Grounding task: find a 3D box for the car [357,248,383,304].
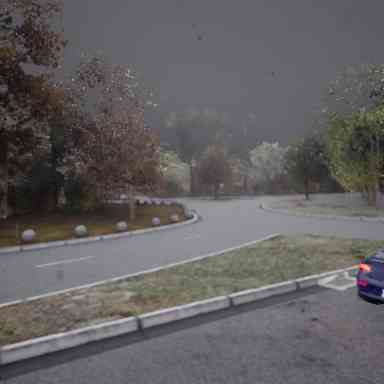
[{"bbox_3d":[5.209,1.503,6.707,4.674,1.442,1.812,-1,1,-33],"label":"car"}]
